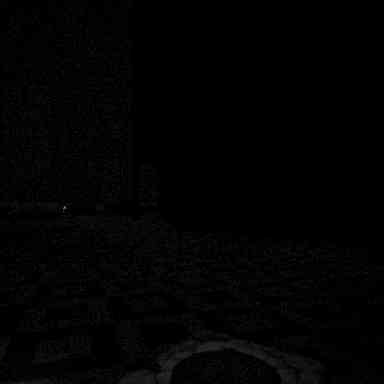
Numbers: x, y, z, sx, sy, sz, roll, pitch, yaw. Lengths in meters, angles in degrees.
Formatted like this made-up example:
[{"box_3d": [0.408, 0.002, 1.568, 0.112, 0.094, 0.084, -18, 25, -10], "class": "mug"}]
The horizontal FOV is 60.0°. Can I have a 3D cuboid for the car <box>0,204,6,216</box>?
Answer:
[{"box_3d": [-18.396, 1.913, 27.623, 1.947, 1.339, 4.313, -1, -2, 36], "class": "car"}]

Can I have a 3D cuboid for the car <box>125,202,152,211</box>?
[{"box_3d": [-8.924, 2.387, 55.543, 2.008, 1.369, 4.403, -1, -2, 36], "class": "car"}]

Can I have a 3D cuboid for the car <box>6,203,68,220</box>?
[{"box_3d": [-15.017, 1.963, 32.354, 1.752, 1.417, 4.829, -1, -2, 36], "class": "car"}]

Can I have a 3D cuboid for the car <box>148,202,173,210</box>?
[{"box_3d": [-5.644, 2.482, 60.135, 2.008, 1.369, 4.403, -1, -2, 36], "class": "car"}]

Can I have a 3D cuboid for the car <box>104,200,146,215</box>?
[{"box_3d": [-8.556, 1.930, 41.405, 2.192, 1.841, 5.009, -1, -2, 36], "class": "car"}]

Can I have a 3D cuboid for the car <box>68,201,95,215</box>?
[{"box_3d": [-14.999, 1.942, 42.433, 2.097, 1.767, 4.553, 0, -1, 36], "class": "car"}]

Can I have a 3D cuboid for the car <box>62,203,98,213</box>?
[{"box_3d": [-15.486, 2.193, 46.360, 1.887, 1.381, 4.507, -1, -2, 36], "class": "car"}]

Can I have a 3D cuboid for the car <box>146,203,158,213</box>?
[{"box_3d": [-5.273, 2.253, 45.991, 1.887, 1.381, 4.507, -1, -2, 36], "class": "car"}]

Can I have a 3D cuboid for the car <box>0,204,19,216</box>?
[{"box_3d": [-22.047, 2.019, 37.177, 2.008, 1.369, 4.403, -1, -2, 36], "class": "car"}]
